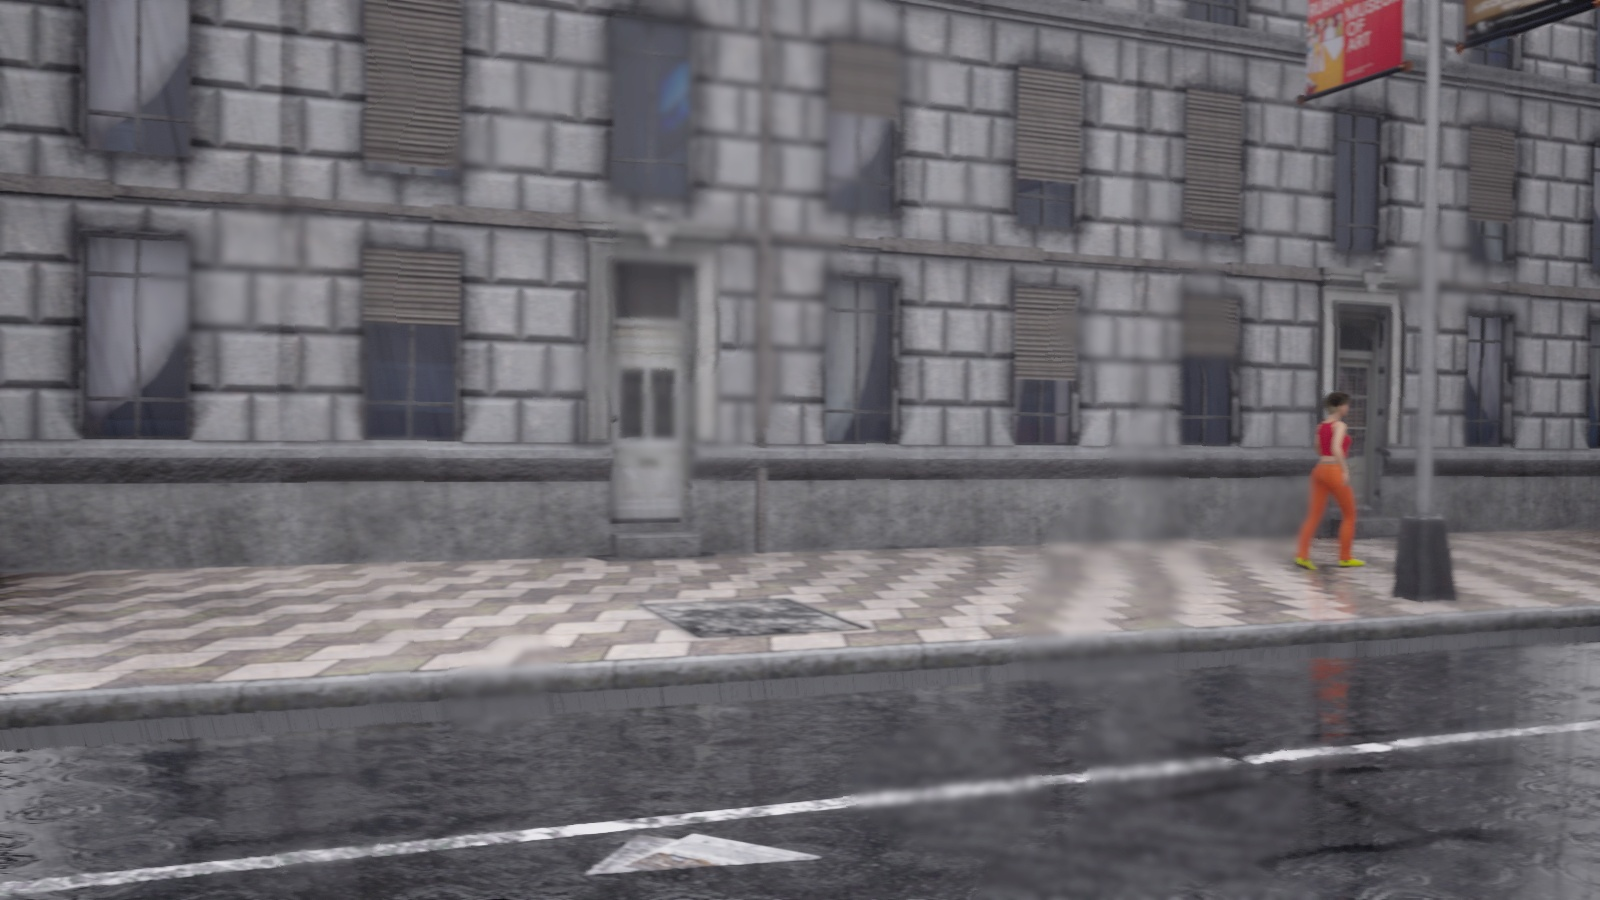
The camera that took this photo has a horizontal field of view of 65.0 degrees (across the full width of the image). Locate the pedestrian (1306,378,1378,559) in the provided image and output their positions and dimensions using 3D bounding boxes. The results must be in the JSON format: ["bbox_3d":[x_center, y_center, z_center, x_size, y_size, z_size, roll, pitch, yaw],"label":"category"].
[{"bbox_3d":[5.587,0.184,12.947,0.594,1.836,0.345,-1,1,-15],"label":"pedestrian"}]
